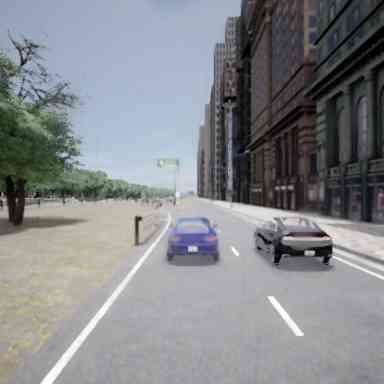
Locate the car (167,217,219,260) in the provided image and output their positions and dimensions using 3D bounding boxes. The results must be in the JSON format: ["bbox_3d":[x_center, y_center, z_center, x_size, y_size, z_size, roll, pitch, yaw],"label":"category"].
[{"bbox_3d":[0.049,1.692,13.041,1.812,1.442,4.674,0,0,1],"label":"car"}]

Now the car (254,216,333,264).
[{"bbox_3d":[3.541,1.650,12.364,2.128,1.511,4.902,0,-1,1],"label":"car"}]
